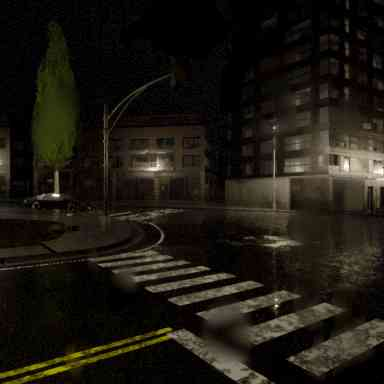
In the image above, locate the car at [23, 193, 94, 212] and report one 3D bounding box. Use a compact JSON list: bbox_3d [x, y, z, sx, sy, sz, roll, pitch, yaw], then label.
[{"bbox_3d":[-10.548,0.787,26.294,5.357,1.411,2.033,1,0,11],"label":"car"}]
